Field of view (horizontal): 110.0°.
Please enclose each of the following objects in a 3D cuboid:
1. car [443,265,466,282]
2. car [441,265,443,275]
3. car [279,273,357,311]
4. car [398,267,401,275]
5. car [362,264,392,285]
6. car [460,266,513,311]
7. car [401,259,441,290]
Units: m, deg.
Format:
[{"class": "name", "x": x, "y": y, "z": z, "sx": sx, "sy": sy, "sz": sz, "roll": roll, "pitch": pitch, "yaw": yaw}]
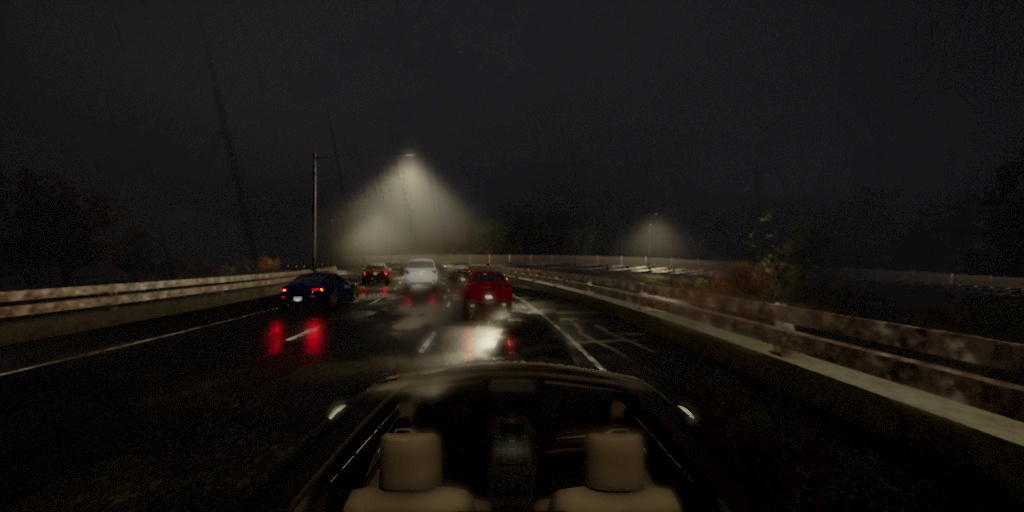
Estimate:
[{"class": "car", "x": -4.865, "y": 1.584, "z": 33.178, "sx": 2.128, "sy": 1.511, "sz": 4.902, "roll": 0, "pitch": -1, "yaw": -16}, {"class": "car", "x": -10.190, "y": 1.734, "z": 47.399, "sx": 1.882, "sy": 1.535, "sz": 5.008, "roll": 0, "pitch": -1, "yaw": -24}, {"class": "car", "x": -8.218, "y": 1.441, "z": 15.501, "sx": 1.812, "sy": 1.442, "sz": 4.674, "roll": 0, "pitch": -1, "yaw": -8}, {"class": "car", "x": -13.456, "y": 1.754, "z": 46.125, "sx": 1.837, "sy": 1.490, "sz": 4.892, "roll": 0, "pitch": -1, "yaw": -24}, {"class": "car", "x": -11.294, "y": 1.432, "z": 30.189, "sx": 2.097, "sy": 1.767, "sz": 4.553, "roll": 0, "pitch": 0, "yaw": -16}, {"class": "car", "x": -1.139, "y": 1.374, "z": 15.338, "sx": 1.882, "sy": 1.535, "sz": 5.008, "roll": 0, "pitch": -1, "yaw": -7}, {"class": "car", "x": -6.470, "y": 1.242, "z": 25.699, "sx": 2.150, "sy": 2.045, "sz": 5.566, "roll": 0, "pitch": 0, "yaw": -13}]
